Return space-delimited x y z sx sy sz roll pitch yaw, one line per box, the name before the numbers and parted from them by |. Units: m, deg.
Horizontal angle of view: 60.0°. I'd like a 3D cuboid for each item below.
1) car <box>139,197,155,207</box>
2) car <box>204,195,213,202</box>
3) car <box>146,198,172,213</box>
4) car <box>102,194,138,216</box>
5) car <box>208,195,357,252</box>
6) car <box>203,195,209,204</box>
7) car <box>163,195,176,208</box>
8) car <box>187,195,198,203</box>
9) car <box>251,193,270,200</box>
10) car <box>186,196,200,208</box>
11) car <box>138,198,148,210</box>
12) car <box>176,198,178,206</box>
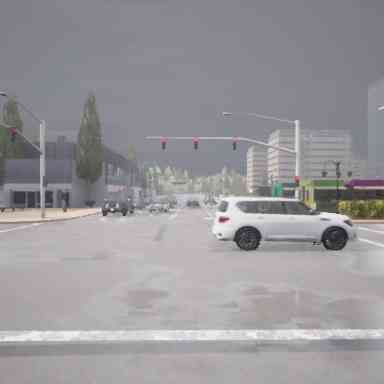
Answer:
car | -7.051 1.564 52.253 1.994 1.385 4.181 0 0 0
car | 3.555 1.397 73.893 1.812 1.442 4.674 0 0 0
car | -3.573 1.601 36.747 1.895 1.301 4.718 0 0 0
car | -7.089 1.221 32.408 2.150 2.045 5.566 0 0 1
car | 3.618 1.221 13.527 5.566 2.045 2.150 0 0 -1
car | 3.547 1.491 63.618 2.128 1.511 4.902 0 0 0
car | -3.564 1.505 46.061 1.837 1.490 4.892 0 0 0
car | 0.095 1.501 70.656 2.128 1.511 4.902 0 0 0
car | 17.833 1.153 86.775 4.605 1.855 1.932 0 0 -1
car | 0.149 1.477 47.176 1.882 1.535 5.008 0 0 0
car | -7.068 1.491 42.296 2.128 1.511 4.902 0 0 0
car | -3.542 1.352 55.925 2.097 1.767 4.553 0 0 0
